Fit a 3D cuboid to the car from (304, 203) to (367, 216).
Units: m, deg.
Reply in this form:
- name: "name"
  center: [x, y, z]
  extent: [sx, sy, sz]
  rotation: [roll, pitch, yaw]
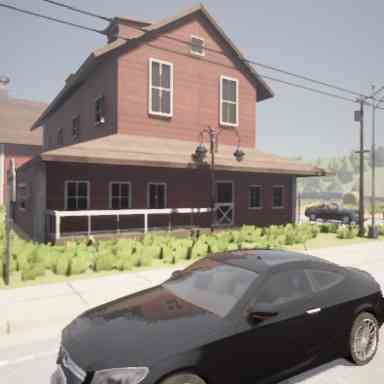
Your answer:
- name: "car"
  center: [11.172, 1.652, 26.076]
  extent: [2.128, 1.511, 4.902]
  rotation: [1, 0, -33]

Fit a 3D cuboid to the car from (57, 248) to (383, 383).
- name: "car"
  center: [0.719, 1.549, 4.439]
  extent: [4.674, 1.442, 1.812]
  rotation: [1, 0, -32]
